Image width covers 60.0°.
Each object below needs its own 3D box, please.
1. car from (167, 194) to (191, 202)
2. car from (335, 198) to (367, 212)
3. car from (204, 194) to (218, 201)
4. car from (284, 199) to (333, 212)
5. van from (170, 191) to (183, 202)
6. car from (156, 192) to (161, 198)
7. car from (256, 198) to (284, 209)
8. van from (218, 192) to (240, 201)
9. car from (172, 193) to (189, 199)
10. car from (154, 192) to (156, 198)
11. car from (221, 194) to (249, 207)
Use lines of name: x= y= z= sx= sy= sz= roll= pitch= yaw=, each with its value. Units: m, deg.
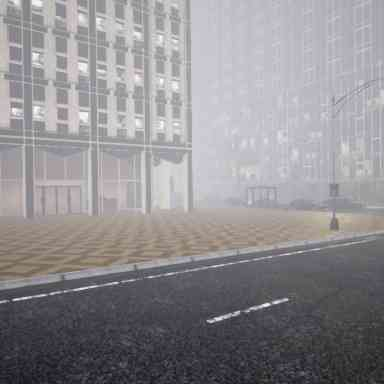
car: x=-2.580 y=1.076 z=64.084 sx=2.033 sy=1.411 sz=5.357 roll=-1 pitch=1 yaw=-34
car: x=16.413 y=1.362 z=36.052 sx=1.812 sy=1.442 sz=4.674 roll=-1 pitch=1 yaw=-34
car: x=3.805 y=1.043 z=64.833 sx=1.802 sy=1.307 sz=4.206 roll=0 pitch=1 yaw=-34
car: x=12.780 y=1.423 z=36.561 sx=1.947 sy=1.339 sz=4.313 roll=0 pitch=1 yaw=-34
van: x=-3.120 y=0.937 z=60.112 sx=1.690 sy=1.788 sz=3.998 roll=0 pitch=1 yaw=-34
car: x=-5.800 y=0.615 z=78.919 sx=2.192 sy=1.841 sz=5.009 roll=0 pitch=1 yaw=-34
car: x=9.592 y=1.388 z=41.269 sx=1.802 sy=1.307 sz=4.206 roll=0 pitch=1 yaw=-34
van: x=7.005 y=0.855 z=60.134 sx=1.690 sy=1.788 sz=3.998 roll=0 pitch=1 yaw=-34
car: x=-2.598 y=0.936 z=74.226 sx=1.802 sy=1.307 sz=4.206 roll=0 pitch=1 yaw=-34
car: x=-9.002 y=0.686 z=83.616 sx=1.967 sy=1.590 sz=4.097 roll=0 pitch=1 yaw=-34
car: x=6.439 y=1.319 z=45.997 sx=1.947 sy=1.339 sz=4.313 roll=0 pitch=1 yaw=-34
